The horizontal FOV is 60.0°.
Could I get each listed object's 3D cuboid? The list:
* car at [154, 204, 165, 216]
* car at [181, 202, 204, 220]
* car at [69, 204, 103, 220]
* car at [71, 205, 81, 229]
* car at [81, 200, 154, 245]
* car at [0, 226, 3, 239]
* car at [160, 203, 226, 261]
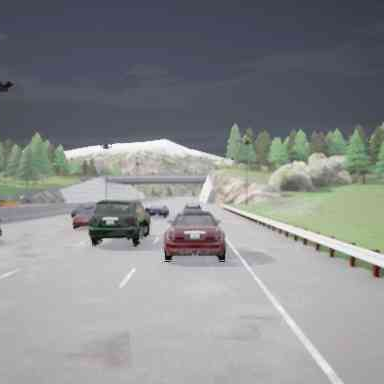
[{"bbox_3d":[-3.419,1.959,34.861,1.895,1.301,4.718,0,-1,0],"label":"car"},{"bbox_3d":[0.082,1.832,33.201,2.128,1.511,4.902,0,-1,0],"label":"car"},{"bbox_3d":[-10.418,1.902,32.958,1.994,1.385,4.181,0,-1,0],"label":"car"},{"bbox_3d":[-6.912,1.807,23.625,1.994,1.385,4.181,0,-1,0],"label":"car"},{"bbox_3d":[-3.408,1.392,16.524,2.150,2.045,5.566,0,-1,0],"label":"car"},{"bbox_3d":[-10.408,1.718,14.898,1.994,1.385,4.181,0,-1,0],"label":"car"},{"bbox_3d":[0.094,1.486,12.934,2.097,1.767,4.553,0,-1,0],"label":"car"}]
